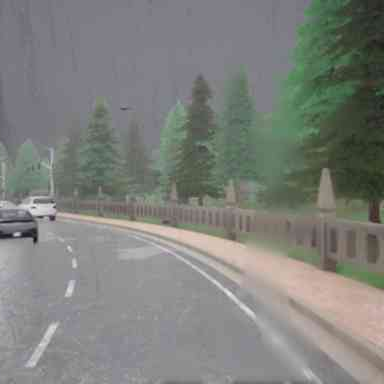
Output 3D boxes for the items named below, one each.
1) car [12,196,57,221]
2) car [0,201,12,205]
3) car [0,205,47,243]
[{"bbox_3d":[-13.290,1.395,28.315,2.150,2.045,5.566,0,0,-39],"label":"car"},{"bbox_3d":[-21.342,1.764,37.976,1.812,1.442,4.674,0,0,-39],"label":"car"},{"bbox_3d":[-8.653,1.593,16.139,2.128,1.511,4.902,0,0,-31],"label":"car"}]
